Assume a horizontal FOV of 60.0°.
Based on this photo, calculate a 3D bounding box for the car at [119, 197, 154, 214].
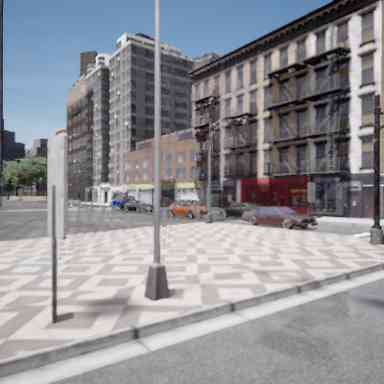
[{"bbox_3d":[-6.159,1.724,38.423,2.128,1.511,4.902,0,0,-36],"label":"car"}]

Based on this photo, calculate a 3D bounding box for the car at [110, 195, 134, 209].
[{"bbox_3d":[-10.269,1.530,49.366,2.150,2.045,5.566,0,0,-36],"label":"car"}]

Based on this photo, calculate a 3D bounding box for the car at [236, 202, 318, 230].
[{"bbox_3d":[5.663,1.645,22.298,2.033,1.411,5.357,0,-1,-33],"label":"car"}]

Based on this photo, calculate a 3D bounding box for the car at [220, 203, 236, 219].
[{"bbox_3d":[4.463,1.656,29.236,1.837,1.490,4.892,0,-1,-36],"label":"car"}]

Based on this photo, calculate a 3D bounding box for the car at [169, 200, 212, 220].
[{"bbox_3d":[-0.170,1.520,30.230,2.097,1.767,4.553,0,0,-36],"label":"car"}]
